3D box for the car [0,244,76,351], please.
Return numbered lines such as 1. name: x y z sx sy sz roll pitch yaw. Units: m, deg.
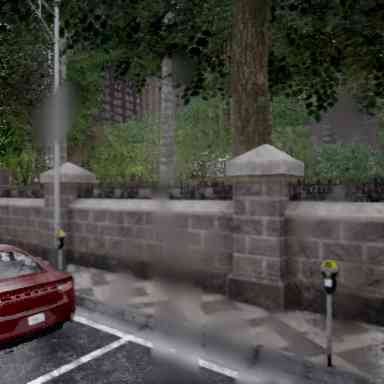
1. car: -3.896 1.569 5.742 4.507 1.381 1.887 0 0 35
